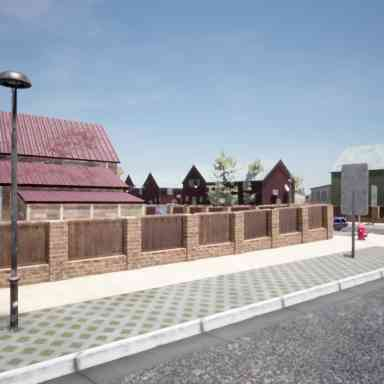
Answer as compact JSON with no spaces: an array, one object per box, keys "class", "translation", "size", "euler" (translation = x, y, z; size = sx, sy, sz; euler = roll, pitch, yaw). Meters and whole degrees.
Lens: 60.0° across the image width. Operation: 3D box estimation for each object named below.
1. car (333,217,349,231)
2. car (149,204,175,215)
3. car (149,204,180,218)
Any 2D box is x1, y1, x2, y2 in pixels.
[{"class":"car","translation":[8.013,1.923,22.620],"size":[1.895,1.301,4.718],"euler":[1,-2,-36]},{"class":"car","translation":[-3.781,2.236,38.992],"size":[2.097,1.767,4.553],"euler":[1,-3,-36]},{"class":"car","translation":[-3.683,2.404,43.879],"size":[2.097,1.767,4.553],"euler":[1,-2,-36]}]
